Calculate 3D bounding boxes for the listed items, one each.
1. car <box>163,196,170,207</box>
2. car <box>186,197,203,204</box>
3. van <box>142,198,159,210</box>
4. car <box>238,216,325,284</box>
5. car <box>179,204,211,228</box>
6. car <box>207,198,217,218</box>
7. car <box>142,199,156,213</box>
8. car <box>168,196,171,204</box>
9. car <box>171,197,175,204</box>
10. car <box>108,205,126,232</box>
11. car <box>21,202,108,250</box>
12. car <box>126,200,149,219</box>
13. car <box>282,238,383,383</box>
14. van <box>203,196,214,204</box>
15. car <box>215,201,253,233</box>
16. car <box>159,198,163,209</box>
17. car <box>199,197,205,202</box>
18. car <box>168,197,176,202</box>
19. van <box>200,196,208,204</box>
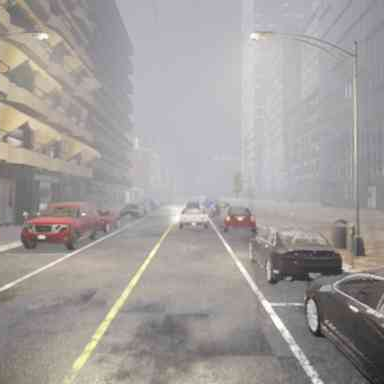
[{"bbox_3d":[-5.630,1.920,59.622,2.008,1.369,4.403,1,0,0],"label":"car"},{"bbox_3d":[0.139,1.764,46.324,1.882,1.535,5.008,0,-1,0],"label":"car"},{"bbox_3d":[-5.641,1.606,42.916,1.690,1.788,3.998,1,0,0],"label":"van"},{"bbox_3d":[2.709,1.609,9.489,2.008,1.369,4.403,1,0,0],"label":"car"},{"bbox_3d":[0.119,1.744,23.311,1.895,1.301,4.718,0,0,0],"label":"car"},{"bbox_3d":[2.729,1.635,31.768,1.967,1.590,4.097,1,0,0],"label":"car"},{"bbox_3d":[-5.649,1.781,37.345,2.008,1.369,4.403,1,0,0],"label":"car"},{"bbox_3d":[-5.626,1.929,65.023,1.752,1.417,4.829,1,0,0],"label":"car"},{"bbox_3d":[-5.613,1.791,76.333,2.192,1.841,5.009,1,0,0],"label":"car"},{"bbox_3d":[-5.662,1.672,20.636,1.887,1.381,4.507,1,0,0],"label":"car"},{"bbox_3d":[-5.663,1.408,15.067,2.192,1.841,5.009,1,0,0],"label":"car"},{"bbox_3d":[-5.653,1.761,31.775,1.947,1.339,4.313,1,0,0],"label":"car"},{"bbox_3d":[2.705,1.575,3.921,2.008,1.369,4.403,1,0,0],"label":"car"},{"bbox_3d":[2.744,1.640,48.478,1.690,1.788,3.998,1,0,0],"label":"van"},{"bbox_3d":[2.720,1.566,20.628,1.967,1.590,4.097,1,0,0],"label":"car"},{"bbox_3d":[-5.639,1.824,48.314,1.752,1.417,4.829,1,0,0],"label":"car"},{"bbox_3d":[2.777,2.110,93.202,1.752,1.417,4.829,1,0,0],"label":"car"},{"bbox_3d":[-5.604,2.129,93.040,1.887,1.381,4.507,1,0,0],"label":"car"},{"bbox_3d":[2.766,1.816,76.326,1.690,1.788,3.998,1,0,0],"label":"van"}]
